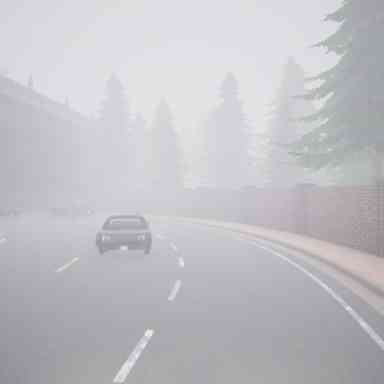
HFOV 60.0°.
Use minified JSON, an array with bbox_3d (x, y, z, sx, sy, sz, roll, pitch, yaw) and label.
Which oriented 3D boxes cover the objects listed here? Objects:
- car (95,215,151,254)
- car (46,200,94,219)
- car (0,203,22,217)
[{"bbox_3d":[-2.665,1.591,13.473,1.895,1.301,4.718,0,0,-9],"label":"car"},{"bbox_3d":[-10.754,1.482,29.236,4.892,1.490,1.837,0,0,32],"label":"car"},{"bbox_3d":[-17.125,1.575,28.799,4.718,1.301,1.895,0,0,25],"label":"car"}]
